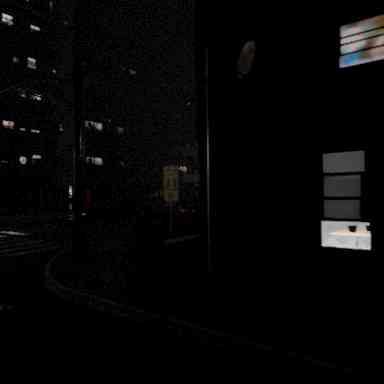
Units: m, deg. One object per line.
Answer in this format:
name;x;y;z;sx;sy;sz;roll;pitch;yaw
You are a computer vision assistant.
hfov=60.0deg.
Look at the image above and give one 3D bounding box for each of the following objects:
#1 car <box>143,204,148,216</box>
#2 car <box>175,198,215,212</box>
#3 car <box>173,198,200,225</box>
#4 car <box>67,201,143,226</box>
car;-5.611;1.420;27.485;1.887;1.381;4.507;-1;0;36
car;0.404;1.346;35.602;2.008;1.369;4.403;-1;0;36
car;0.609;1.179;21.449;1.967;1.590;4.097;-1;0;36
car;-5.996;1.354;22.411;2.128;1.511;4.902;-1;0;36
